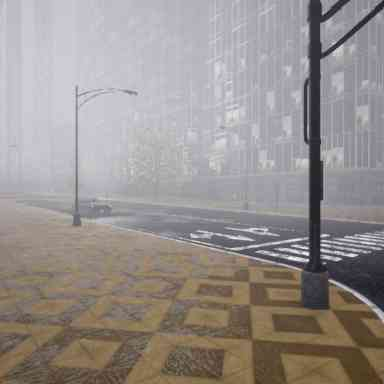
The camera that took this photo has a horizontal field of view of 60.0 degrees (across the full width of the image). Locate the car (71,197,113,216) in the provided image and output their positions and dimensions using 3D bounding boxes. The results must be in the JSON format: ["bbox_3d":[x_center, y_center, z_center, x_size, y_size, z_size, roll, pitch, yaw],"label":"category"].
[{"bbox_3d":[-8.269,1.125,27.253,1.895,1.301,4.718,0,1,-38],"label":"car"}]
